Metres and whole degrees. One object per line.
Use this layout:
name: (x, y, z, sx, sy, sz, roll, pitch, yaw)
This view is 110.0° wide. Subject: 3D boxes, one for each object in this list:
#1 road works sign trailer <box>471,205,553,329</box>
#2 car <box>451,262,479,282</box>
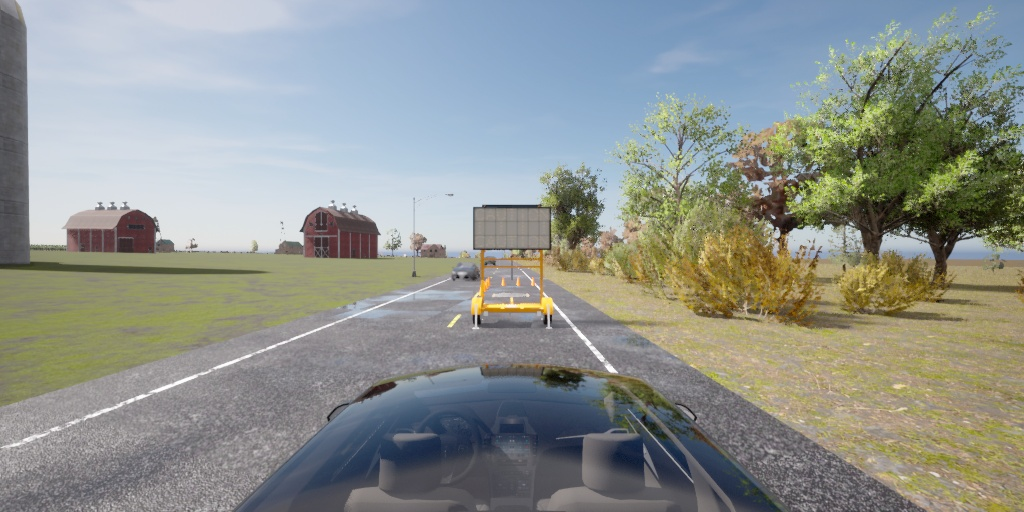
road works sign trailer: (0.000, 0.213, 11.192, 2.380, 3.560, 2.880, 0, 0, 0)
car: (-3.745, 1.239, 29.241, 2.128, 1.511, 4.902, 0, 0, -1)
